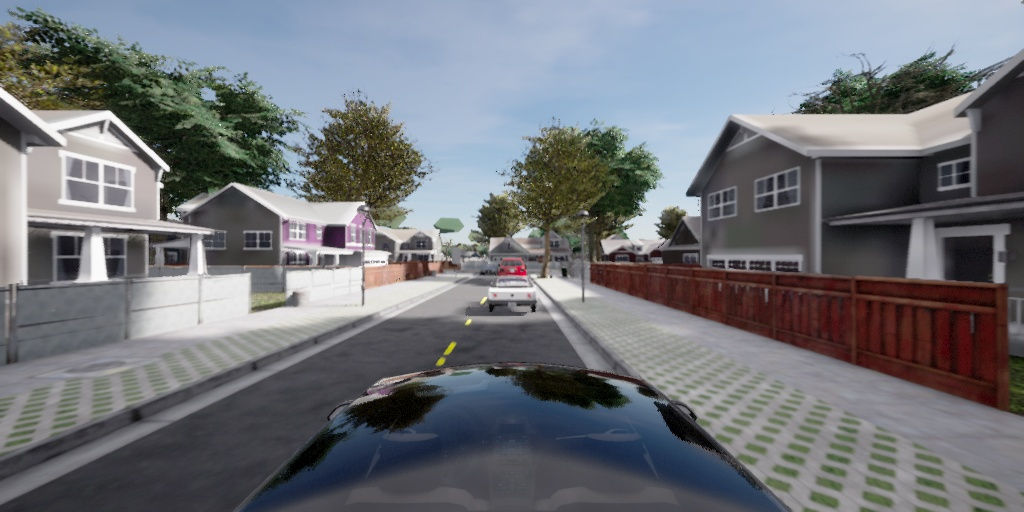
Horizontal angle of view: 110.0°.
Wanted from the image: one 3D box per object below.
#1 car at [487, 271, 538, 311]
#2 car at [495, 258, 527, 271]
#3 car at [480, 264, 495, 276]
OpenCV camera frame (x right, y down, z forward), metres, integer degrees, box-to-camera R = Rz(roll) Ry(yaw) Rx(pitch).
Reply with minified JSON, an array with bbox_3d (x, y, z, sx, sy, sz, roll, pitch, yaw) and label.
[{"bbox_3d":[0.031,1.474,15.096,1.895,1.301,4.718,0,0,0],"label":"car"},{"bbox_3d":[0.036,1.219,29.428,2.150,2.045,5.566,0,0,0],"label":"car"},{"bbox_3d":[-2.734,1.679,43.751,1.994,1.385,4.181,0,-1,1],"label":"car"}]
